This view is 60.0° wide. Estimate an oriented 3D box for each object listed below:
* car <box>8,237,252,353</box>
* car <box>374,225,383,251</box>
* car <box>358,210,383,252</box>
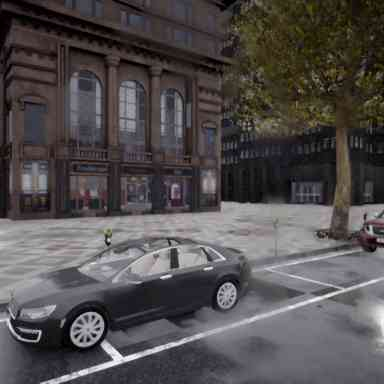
[{"bbox_3d":[-0.839,1.551,6.051,4.403,1.369,2.008,0,0,-36],"label":"car"},{"bbox_3d":[6.566,1.525,8.063,4.674,1.442,1.812,0,0,-36],"label":"car"},{"bbox_3d":[8.403,1.315,12.647,5.009,1.841,2.192,0,0,-36],"label":"car"}]
